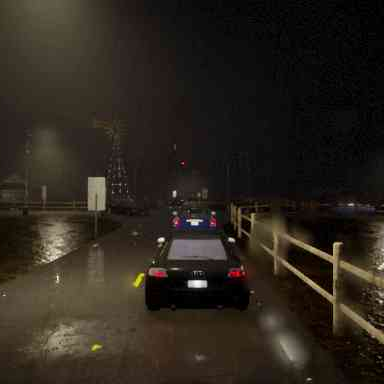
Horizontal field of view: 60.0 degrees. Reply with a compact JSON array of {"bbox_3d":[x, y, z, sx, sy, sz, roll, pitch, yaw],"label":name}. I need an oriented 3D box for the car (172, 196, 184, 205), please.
[{"bbox_3d":[-2.697,1.615,66.416,2.097,1.767,4.553,0,0,1],"label":"car"}]

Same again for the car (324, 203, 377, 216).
[{"bbox_3d":[17.895,1.952,37.722,5.357,1.411,2.033,1,-2,0],"label":"car"}]

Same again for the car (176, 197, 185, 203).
[{"bbox_3d":[-2.652,1.935,76.635,1.895,1.301,4.718,0,0,0],"label":"car"}]

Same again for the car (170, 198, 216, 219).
[{"bbox_3d":[0.116,1.381,16.446,2.097,1.767,4.553,0,0,0],"label":"car"}]

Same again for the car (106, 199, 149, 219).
[{"bbox_3d":[-5.821,1.467,29.907,1.882,1.535,5.008,4,-1,-44],"label":"car"}]

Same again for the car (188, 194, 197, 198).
[{"bbox_3d":[0.110,1.627,84.129,2.150,2.045,5.566,0,0,0],"label":"car"}]

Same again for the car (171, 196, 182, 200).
[{"bbox_3d":[-2.753,1.679,57.167,1.882,1.535,5.008,0,0,0],"label":"car"}]

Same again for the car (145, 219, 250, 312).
[{"bbox_3d":[0.107,1.573,7.803,1.994,1.385,4.181,0,0,0],"label":"car"}]
